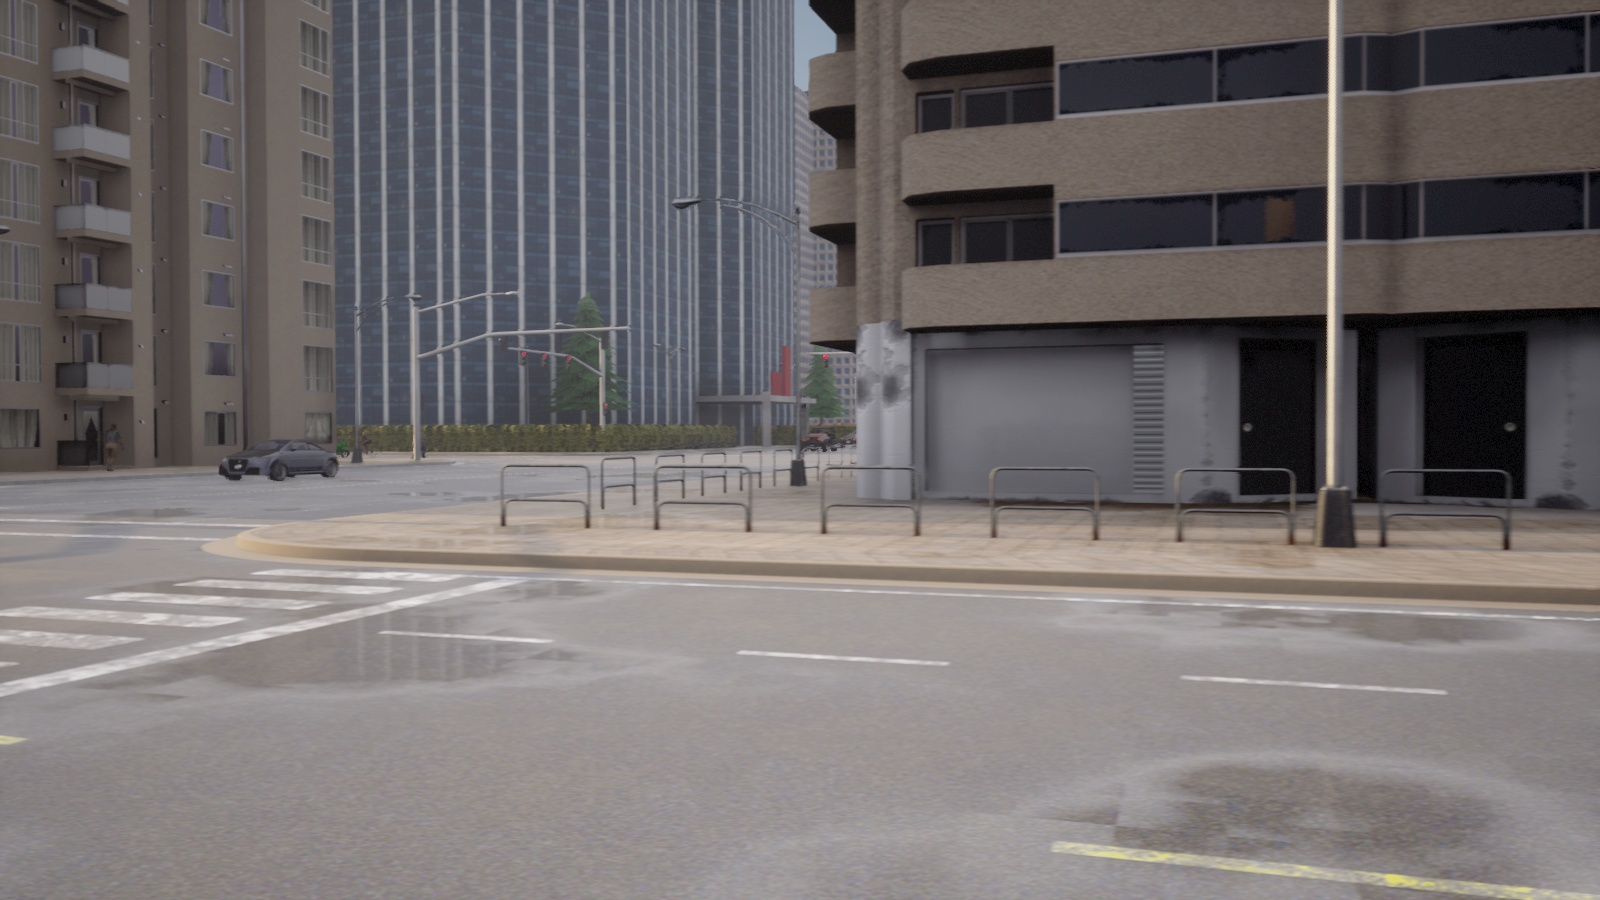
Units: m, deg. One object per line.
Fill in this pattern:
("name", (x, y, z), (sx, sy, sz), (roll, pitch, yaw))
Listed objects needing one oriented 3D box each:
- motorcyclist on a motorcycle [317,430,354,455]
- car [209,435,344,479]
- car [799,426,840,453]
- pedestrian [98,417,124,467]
("motorcyclist on a motorcycle", (-27.910, -0.450, 75.469), (2.044, 1.523, 0.797), (1, 1, 18))
("car", (-17.711, 0.195, 42.710), (1.994, 1.385, 4.181), (1, 1, 18))
("car", (1.435, -0.771, 90.831), (1.905, 1.878, 3.866), (1, 1, 18))
("pedestrian", (-25.635, -0.305, 46.725), (0.540, 1.848, 0.694), (0, 1, 1))
